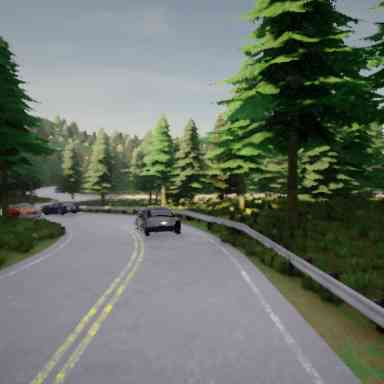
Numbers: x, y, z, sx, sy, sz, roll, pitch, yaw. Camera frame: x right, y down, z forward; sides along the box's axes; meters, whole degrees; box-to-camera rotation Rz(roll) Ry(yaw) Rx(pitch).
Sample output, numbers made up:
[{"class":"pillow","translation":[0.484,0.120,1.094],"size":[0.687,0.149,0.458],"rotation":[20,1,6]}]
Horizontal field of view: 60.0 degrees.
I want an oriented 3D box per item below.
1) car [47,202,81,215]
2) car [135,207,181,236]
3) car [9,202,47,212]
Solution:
[{"class":"car","translation":[-14.106,1.760,35.465],"size":[5.357,1.411,2.033],"rotation":[-2,3,36]},{"class":"car","translation":[-1.989,1.521,18.660],"size":[1.994,1.385,4.181],"rotation":[-1,1,-17]},{"class":"car","translation":[-17.175,1.844,33.562],"size":[4.553,1.767,2.097],"rotation":[-2,3,37]}]
